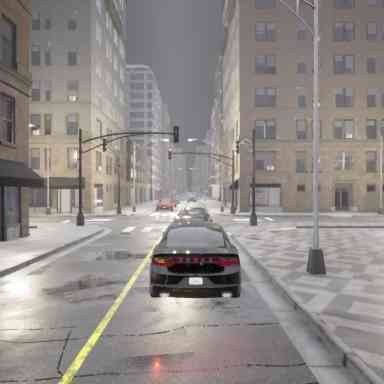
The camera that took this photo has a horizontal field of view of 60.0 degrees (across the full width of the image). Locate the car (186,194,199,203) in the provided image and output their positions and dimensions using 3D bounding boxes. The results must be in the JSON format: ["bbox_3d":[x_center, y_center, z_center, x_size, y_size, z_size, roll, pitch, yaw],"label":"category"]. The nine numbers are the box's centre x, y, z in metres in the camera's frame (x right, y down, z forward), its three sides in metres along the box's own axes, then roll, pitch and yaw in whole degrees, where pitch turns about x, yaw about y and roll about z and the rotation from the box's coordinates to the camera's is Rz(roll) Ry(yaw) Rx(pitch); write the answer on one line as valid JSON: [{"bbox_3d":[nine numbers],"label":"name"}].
[{"bbox_3d":[-0.007,1.597,70.776,1.895,1.301,4.718,0,0,0],"label":"car"}]

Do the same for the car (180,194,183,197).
[{"bbox_3d":[-3.134,1.502,59.642,1.837,1.490,4.892,0,0,0],"label":"car"}]

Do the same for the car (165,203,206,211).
[{"bbox_3d":[0.088,1.546,18.366,2.033,1.411,5.357,0,0,6],"label":"car"}]

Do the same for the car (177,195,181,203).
[{"bbox_3d":[-3.121,1.544,49.468,2.033,1.411,5.357,0,0,0],"label":"car"}]

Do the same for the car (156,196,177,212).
[{"bbox_3d":[-3.142,1.475,39.736,1.882,1.535,5.008,0,0,-1],"label":"car"}]

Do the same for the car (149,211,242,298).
[{"bbox_3d":[0.066,1.477,8.556,1.882,1.535,5.008,0,0,0],"label":"car"}]
